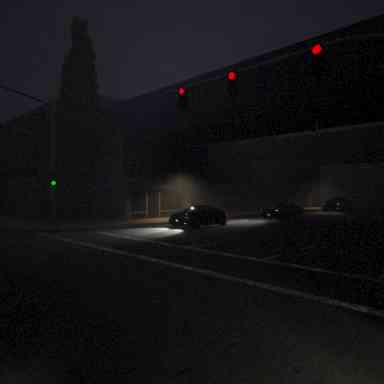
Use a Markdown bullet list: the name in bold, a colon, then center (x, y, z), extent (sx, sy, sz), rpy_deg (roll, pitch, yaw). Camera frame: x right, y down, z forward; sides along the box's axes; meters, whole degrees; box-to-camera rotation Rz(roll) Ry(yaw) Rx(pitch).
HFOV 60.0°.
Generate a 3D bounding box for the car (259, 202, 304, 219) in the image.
- **car**: center (7.926, 1.601, 29.293), extent (1.895, 1.301, 4.718), rpy_deg (0, 0, 45)

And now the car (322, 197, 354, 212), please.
- **car**: center (16.801, 1.354, 38.257), extent (2.097, 1.767, 4.553), rpy_deg (0, 0, 45)

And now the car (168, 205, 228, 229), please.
- **car**: center (0.469, 1.564, 21.743), extent (1.994, 1.385, 4.181), rpy_deg (0, 0, 45)
